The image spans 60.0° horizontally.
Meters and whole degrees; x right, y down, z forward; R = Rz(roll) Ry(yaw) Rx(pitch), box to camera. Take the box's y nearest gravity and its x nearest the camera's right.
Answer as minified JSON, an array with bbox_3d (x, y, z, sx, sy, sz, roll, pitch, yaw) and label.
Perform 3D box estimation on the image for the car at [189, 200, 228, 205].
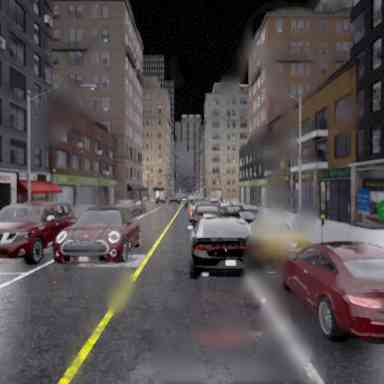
[{"bbox_3d":[0.868,1.485,20.079,1.837,1.490,4.892,0,0,0],"label":"car"}]

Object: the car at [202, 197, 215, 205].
[{"bbox_3d":[2.781,1.494,56.541,1.947,1.339,4.313,-1,0,0],"label":"car"}]

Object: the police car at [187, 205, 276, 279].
[{"bbox_3d":[0.883,1.416,10.188,1.930,1.638,5.238,0,0,0],"label":"police car"}]

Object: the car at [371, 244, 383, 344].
[{"bbox_3d":[2.849,1.314,0.682,2.192,1.841,5.009,-1,0,0],"label":"car"}]

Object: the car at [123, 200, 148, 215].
[{"bbox_3d":[-5.729,1.546,34.185,1.802,1.307,4.206,-1,0,0],"label":"car"}]

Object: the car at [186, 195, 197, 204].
[{"bbox_3d":[-0.095,1.398,61.255,1.882,1.535,5.008,0,0,0],"label":"car"}]

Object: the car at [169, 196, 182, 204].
[{"bbox_3d":[-3.094,1.524,59.754,1.895,1.301,4.718,0,0,0],"label":"car"}]

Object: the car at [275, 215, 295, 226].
[{"bbox_3d":[2.837,1.514,12.024,1.752,1.417,4.829,-1,0,0],"label":"car"}]

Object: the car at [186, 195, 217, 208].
[{"bbox_3d":[0.794,1.325,26.041,2.097,1.767,4.553,0,0,-1],"label":"car"}]

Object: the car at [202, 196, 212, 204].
[{"bbox_3d":[2.773,1.501,62.127,1.802,1.307,4.206,-1,0,0],"label":"car"}]

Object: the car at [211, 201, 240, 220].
[{"bbox_3d":[2.816,1.521,28.612,2.008,1.369,4.403,-1,0,0],"label":"car"}]

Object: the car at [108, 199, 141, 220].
[{"bbox_3d":[-5.722,1.411,28.598,1.967,1.590,4.097,-1,0,0],"label":"car"}]

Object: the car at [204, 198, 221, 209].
[{"bbox_3d":[2.795,1.498,45.369,2.008,1.369,4.403,-1,0,0],"label":"car"}]

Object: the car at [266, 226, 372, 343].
[{"bbox_3d":[2.845,1.576,6.268,1.802,1.307,4.206,-1,0,0],"label":"car"}]

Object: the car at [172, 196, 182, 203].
[{"bbox_3d":[-3.110,1.521,71.046,1.895,1.301,4.718,0,0,0],"label":"car"}]

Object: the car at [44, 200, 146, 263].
[{"bbox_3d":[-3.119,1.341,11.824,2.097,1.767,4.553,0,0,0],"label":"car"}]

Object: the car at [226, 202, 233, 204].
[{"bbox_3d":[2.824,1.542,23.026,1.947,1.339,4.313,-1,0,0],"label":"car"}]

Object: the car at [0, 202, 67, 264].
[{"bbox_3d":[-5.699,1.304,11.842,2.192,1.841,5.009,-1,0,0],"label":"car"}]

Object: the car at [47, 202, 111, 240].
[{"bbox_3d":[-5.705,1.423,17.427,1.967,1.590,4.097,-1,0,0],"label":"car"}]

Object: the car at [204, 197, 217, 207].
[{"bbox_3d":[2.787,1.463,51.125,1.752,1.417,4.829,-1,0,0],"label":"car"}]

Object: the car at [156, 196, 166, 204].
[{"bbox_3d":[-5.772,1.464,62.113,1.887,1.381,4.507,-1,0,0],"label":"car"}]

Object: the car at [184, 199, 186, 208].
[{"bbox_3d":[-0.064,1.449,47.496,1.837,1.490,4.892,0,0,0],"label":"car"}]
